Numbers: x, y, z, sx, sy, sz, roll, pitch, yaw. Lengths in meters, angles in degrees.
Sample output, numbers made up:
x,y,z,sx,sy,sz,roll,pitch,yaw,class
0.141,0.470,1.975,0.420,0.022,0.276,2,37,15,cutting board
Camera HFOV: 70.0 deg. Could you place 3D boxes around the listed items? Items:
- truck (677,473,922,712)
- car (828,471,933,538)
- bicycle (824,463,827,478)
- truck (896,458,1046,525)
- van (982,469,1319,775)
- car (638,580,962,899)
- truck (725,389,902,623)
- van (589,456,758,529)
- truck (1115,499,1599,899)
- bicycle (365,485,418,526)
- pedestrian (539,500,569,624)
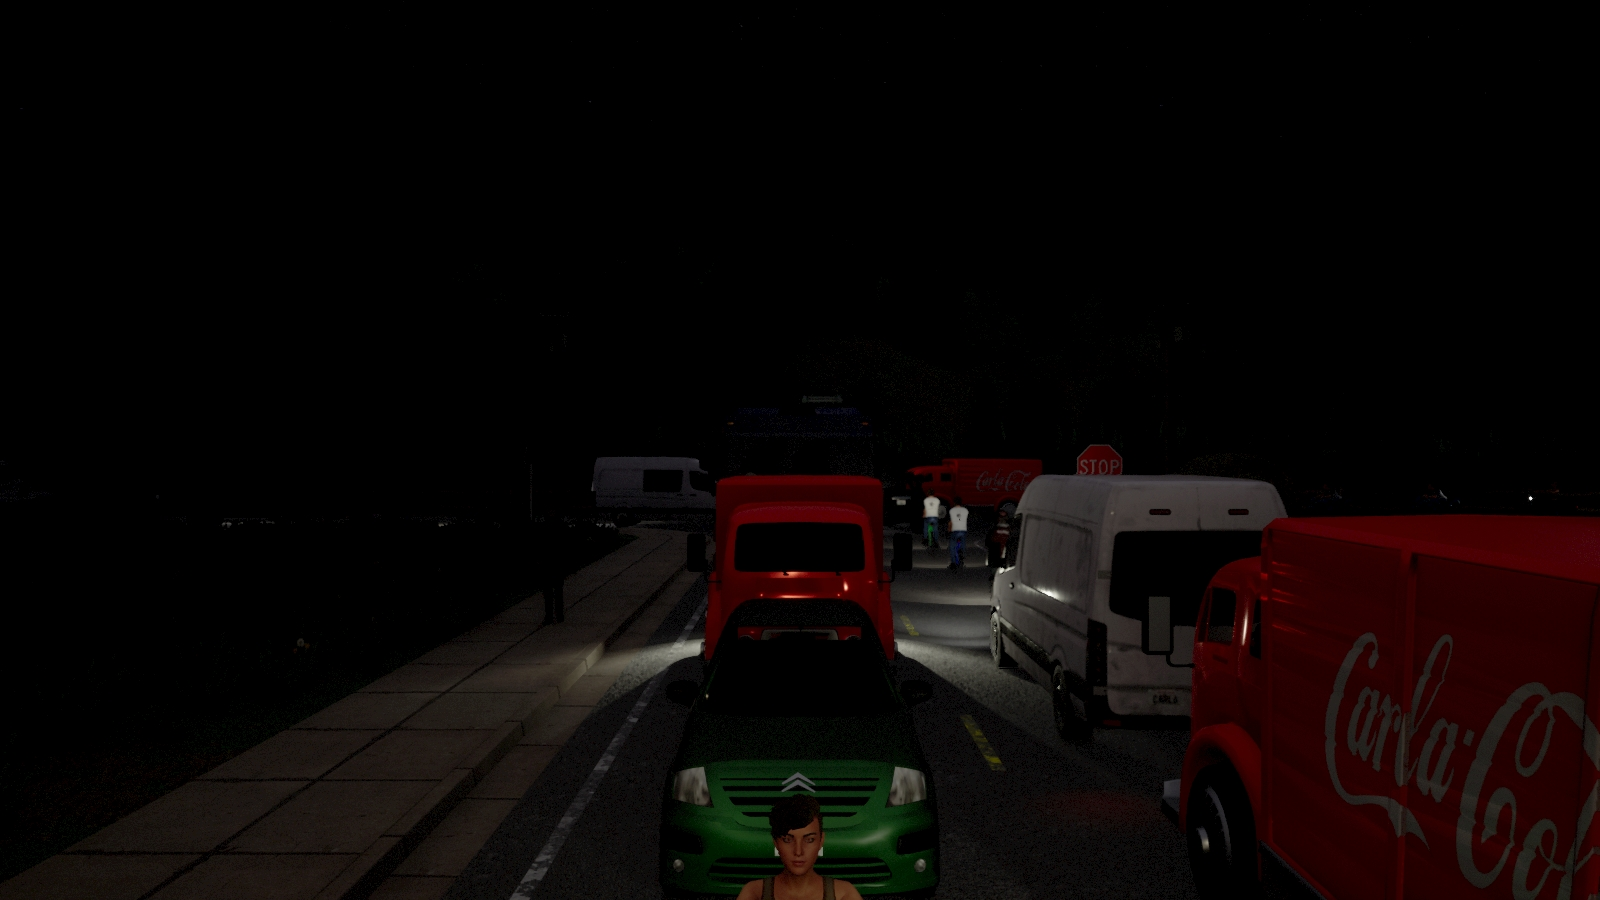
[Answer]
x,y,z,sx,sy,sz,roll,pitch,yaw,class
-0.012,1.578,14.852,2.627,2.467,5.204,0,0,0,truck
2.682,1.789,39.636,2.150,2.045,5.566,0,0,-12,car
2.664,2.130,119.844,0.329,1.471,1.835,0,0,0,bicycle
6.536,1.562,44.119,5.204,2.467,2.627,0,0,-9,truck
3.517,1.544,12.889,1.988,2.561,5.915,0,0,0,van
-0.002,2.006,8.512,1.851,1.617,3.988,0,0,0,car
0.198,0.903,22.884,2.891,3.827,8.468,0,0,0,truck
-4.553,1.527,41.698,5.915,2.561,1.988,0,0,3,van
3.501,1.572,5.334,2.627,2.467,5.204,0,0,0,truck
-15.091,2.051,42.196,1.835,1.471,0.329,0,0,3,bicycle
-3.757,1.705,17.457,0.375,1.860,0.375,0,0,-1,pedestrian
